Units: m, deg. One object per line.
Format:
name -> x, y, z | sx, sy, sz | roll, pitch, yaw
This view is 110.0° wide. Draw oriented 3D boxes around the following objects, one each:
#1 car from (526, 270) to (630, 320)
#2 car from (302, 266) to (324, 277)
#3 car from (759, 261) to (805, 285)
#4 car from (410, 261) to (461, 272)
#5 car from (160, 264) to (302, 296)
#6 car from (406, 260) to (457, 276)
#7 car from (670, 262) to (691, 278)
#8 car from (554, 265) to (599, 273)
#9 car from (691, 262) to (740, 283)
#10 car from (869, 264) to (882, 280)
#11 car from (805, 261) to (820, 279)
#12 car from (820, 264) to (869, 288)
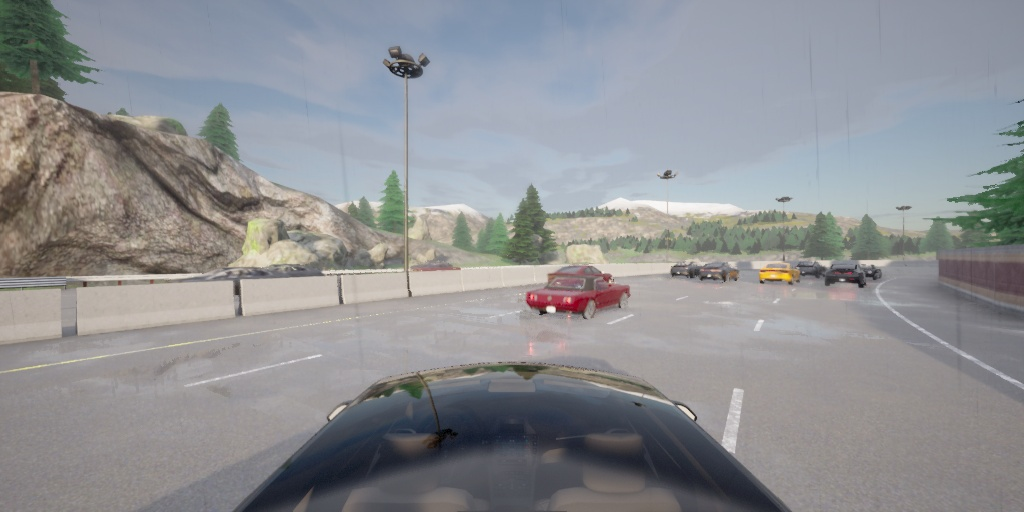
car -> 2.564, 1.351, 12.766 | 1.895, 1.301, 4.718 | 0, 0, 38
car -> -13.525, 1.241, 20.731 | 2.128, 1.511, 4.902 | 0, 0, 37
car -> 19.726, 1.228, 26.350 | 5.008, 1.535, 1.882 | 0, 0, -44
car -> -7.261, 1.351, 34.049 | 1.895, 1.301, 4.718 | 0, 0, 42
car -> -12.615, 1.241, 16.025 | 2.128, 1.511, 4.902 | 0, 0, 35
car -> -8.411, 1.241, 37.950 | 2.128, 1.511, 4.902 | 0, 0, 43
car -> 16.152, 1.241, 32.595 | 4.902, 1.511, 2.128 | 0, 0, -43
car -> 3.885, 1.227, 19.902 | 1.882, 1.535, 5.008 | 0, 0, 40
car -> 16.063, 1.241, 27.723 | 4.902, 1.511, 2.128 | 0, 0, -44
car -> 30.406, 1.351, 30.974 | 4.718, 1.301, 1.895 | 0, 0, -39
car -> 27.658, 1.241, 33.234 | 4.902, 1.511, 2.128 | 0, 0, -39
car -> 22.472, 1.255, 24.133 | 4.892, 1.490, 1.837 | 0, 0, -43
